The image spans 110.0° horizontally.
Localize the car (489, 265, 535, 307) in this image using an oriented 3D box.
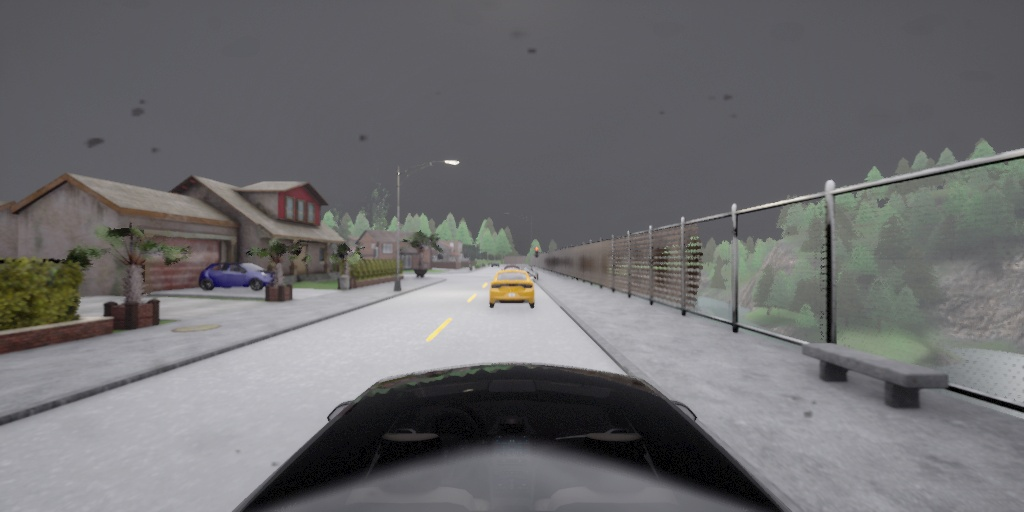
[{"bbox_3d":[0.001,1.367,16.331,1.882,1.535,5.008,0,0,0],"label":"car"}]
